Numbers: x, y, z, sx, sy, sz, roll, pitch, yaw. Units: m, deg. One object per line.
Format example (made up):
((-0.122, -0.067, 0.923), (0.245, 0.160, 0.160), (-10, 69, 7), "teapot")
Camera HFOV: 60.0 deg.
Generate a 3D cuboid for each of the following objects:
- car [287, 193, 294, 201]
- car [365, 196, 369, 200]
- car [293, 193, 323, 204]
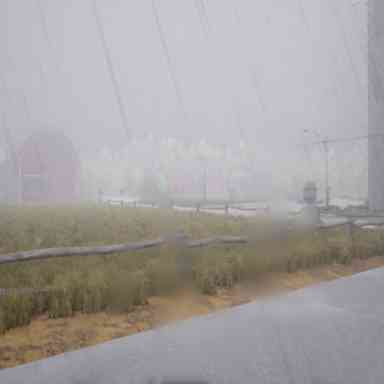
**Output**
((24.971, 1.198, 79.185), (1.932, 1.855, 4.605), (0, 0, -36), "car")
((41.013, 1.183, 74.478), (1.905, 1.878, 3.866), (0, 0, -36), "car")
((21.454, 1.393, 60.218), (2.242, 1.667, 4.611), (0, 0, -36), "car")
